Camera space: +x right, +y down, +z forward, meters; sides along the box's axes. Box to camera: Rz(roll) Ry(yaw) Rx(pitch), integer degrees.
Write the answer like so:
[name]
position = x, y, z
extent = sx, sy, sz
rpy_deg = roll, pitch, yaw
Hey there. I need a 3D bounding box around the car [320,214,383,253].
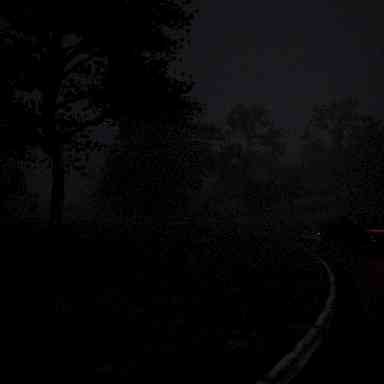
[car]
position = 7.245, 1.691, 14.616
extent = 2.128, 1.511, 4.902
rpy_deg = 0, -1, 0
